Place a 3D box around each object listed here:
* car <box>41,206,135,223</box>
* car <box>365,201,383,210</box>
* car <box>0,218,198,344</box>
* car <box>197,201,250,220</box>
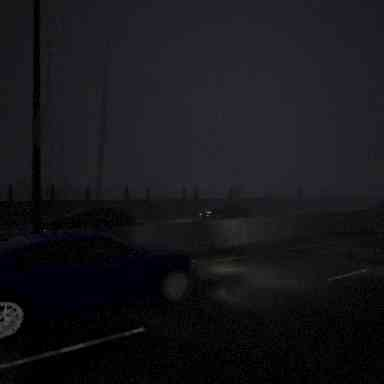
[{"bbox_3d":[-5.318,1.509,17.395,4.892,1.490,1.837,0,0,-35],"label":"car"},{"bbox_3d":[16.780,1.538,28.835,4.892,1.490,1.837,0,0,-35],"label":"car"},{"bbox_3d":[-2.165,1.479,6.500,5.008,1.535,1.882,0,0,-35],"label":"car"},{"bbox_3d":[2.650,1.522,27.371,4.892,1.490,1.837,0,0,-35],"label":"car"}]
